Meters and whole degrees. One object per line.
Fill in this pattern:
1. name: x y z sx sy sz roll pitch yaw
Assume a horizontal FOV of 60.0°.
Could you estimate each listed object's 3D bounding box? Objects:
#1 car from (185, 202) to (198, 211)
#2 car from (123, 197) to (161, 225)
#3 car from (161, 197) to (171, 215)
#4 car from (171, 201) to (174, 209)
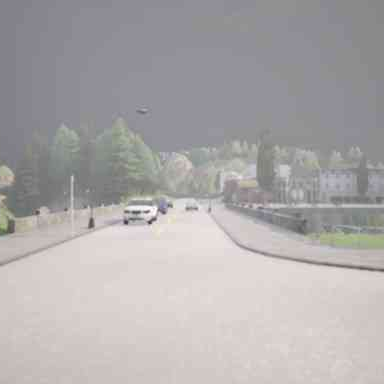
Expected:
1. car: -0.021 2.085 48.790 1.895 1.301 4.718 0 -1 0
2. car: -4.104 1.492 27.210 2.150 2.045 5.566 0 -1 0
3. car: -4.094 1.610 39.047 2.150 2.045 5.566 0 -1 0
4. car: -4.052 2.149 55.242 1.895 1.301 4.718 0 -1 0
